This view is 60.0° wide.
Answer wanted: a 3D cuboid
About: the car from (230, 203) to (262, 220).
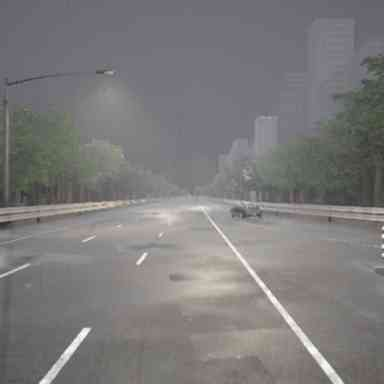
[{"bbox_3d":[5.059,1.817,31.727,2.128,1.511,4.902,0,-1,-11],"label":"car"}]
